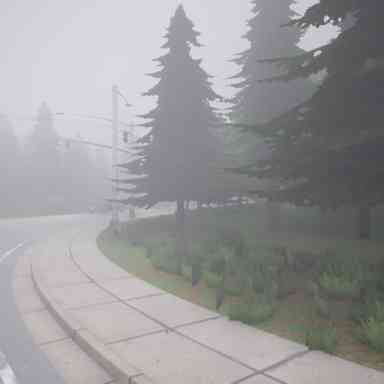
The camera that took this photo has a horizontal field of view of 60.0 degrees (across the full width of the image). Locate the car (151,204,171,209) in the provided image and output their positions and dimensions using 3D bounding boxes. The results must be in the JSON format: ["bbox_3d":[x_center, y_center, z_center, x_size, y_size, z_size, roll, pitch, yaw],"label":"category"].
[{"bbox_3d":[-4.547,1.573,45.400,1.812,1.442,4.674,0,0,29],"label":"car"}]

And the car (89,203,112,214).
[{"bbox_3d":[-9.178,1.533,36.488,2.128,1.511,4.902,0,0,27],"label":"car"}]
